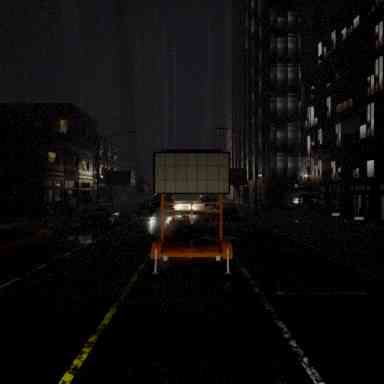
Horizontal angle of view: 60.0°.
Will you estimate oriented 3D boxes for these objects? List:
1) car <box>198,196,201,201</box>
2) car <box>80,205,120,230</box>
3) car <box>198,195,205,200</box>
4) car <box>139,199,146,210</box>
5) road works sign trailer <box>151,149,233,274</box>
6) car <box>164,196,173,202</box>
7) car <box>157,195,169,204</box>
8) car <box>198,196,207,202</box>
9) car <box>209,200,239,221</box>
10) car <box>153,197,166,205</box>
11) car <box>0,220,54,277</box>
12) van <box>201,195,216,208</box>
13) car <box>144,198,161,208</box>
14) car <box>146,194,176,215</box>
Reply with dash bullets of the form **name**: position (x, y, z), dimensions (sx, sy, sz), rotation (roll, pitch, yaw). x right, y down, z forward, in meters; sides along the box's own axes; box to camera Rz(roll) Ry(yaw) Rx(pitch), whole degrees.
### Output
- **car**: position (2.648, 1.555, 65.355), dimensions (1.752, 1.417, 4.829), rotation (0, 0, 0)
- **car**: position (-5.705, 1.553, 20.985), dimensions (2.008, 1.369, 4.403), rotation (0, 0, 0)
- **car**: position (2.632, 1.581, 92.976), dimensions (1.752, 1.417, 4.829), rotation (0, 0, 0)
- **car**: position (-5.719, 1.562, 43.081), dimensions (2.008, 1.369, 4.403), rotation (0, 0, 0)
- **road works sign trailer**: position (-0.006, 0.465, 10.533), dimensions (2.380, 3.560, 2.880), rotation (0, 0, 0)
- **car**: position (-5.741, 1.626, 81.750), dimensions (1.802, 1.307, 4.206), rotation (0, 0, 0)
- **car**: position (-5.732, 1.469, 65.177), dimensions (1.967, 1.590, 4.097), rotation (0, 0, 0)
- **car**: position (2.639, 1.595, 81.759), dimensions (2.008, 1.369, 4.403), rotation (0, 0, 0)
- **car**: position (2.672, 1.554, 26.516), dimensions (2.008, 1.369, 4.403), rotation (0, 0, 0)
- **car**: position (-5.728, 1.590, 59.653), dimensions (1.947, 1.339, 4.313), rotation (0, 0, 0)
- **car**: position (-5.698, 1.526, 9.765), dimensions (1.752, 1.417, 4.829), rotation (0, 0, 0)
- **van**: position (2.657, 1.356, 48.613), dimensions (1.690, 1.788, 3.998), rotation (0, 0, 0)
- **car**: position (-5.722, 1.560, 48.605), dimensions (1.887, 1.381, 4.507), rotation (0, 0, 0)
- **car**: position (-3.019, 1.227, 33.784), dimensions (2.150, 2.045, 5.566), rotation (0, 0, 0)
